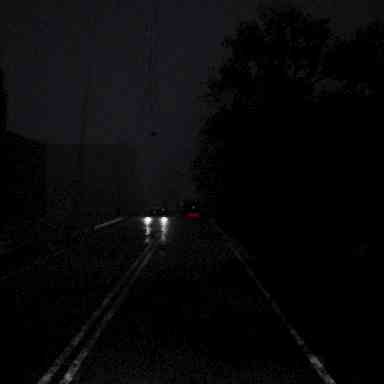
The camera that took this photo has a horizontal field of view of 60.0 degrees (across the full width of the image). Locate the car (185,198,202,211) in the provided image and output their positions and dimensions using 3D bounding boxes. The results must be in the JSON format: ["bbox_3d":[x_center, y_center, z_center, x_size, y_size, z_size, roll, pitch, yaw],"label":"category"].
[{"bbox_3d":[0.209,1.582,41.424,1.837,1.490,4.892,0,0,1],"label":"car"}]

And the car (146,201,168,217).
[{"bbox_3d":[-3.302,1.564,32.074,1.812,1.442,4.674,0,0,1],"label":"car"}]
